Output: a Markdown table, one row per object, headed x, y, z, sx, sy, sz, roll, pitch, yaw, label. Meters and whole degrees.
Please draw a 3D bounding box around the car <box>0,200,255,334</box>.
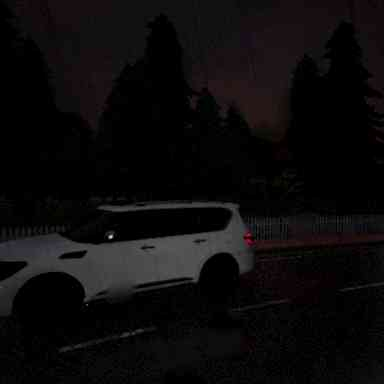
| x | y | z | sx | sy | sz | roll | pitch | yaw | label |
| --- | --- | --- | --- | --- | --- | --- | --- | --- | --- |
| -1.240 | 1.221 | 7.022 | 5.566 | 2.045 | 2.150 | 0 | 0 | -30 | car |
